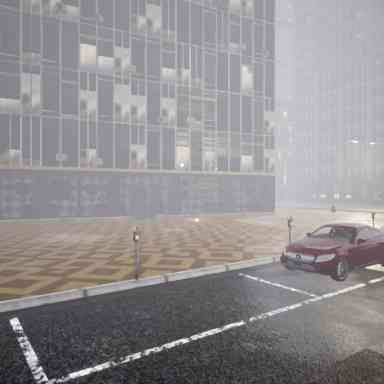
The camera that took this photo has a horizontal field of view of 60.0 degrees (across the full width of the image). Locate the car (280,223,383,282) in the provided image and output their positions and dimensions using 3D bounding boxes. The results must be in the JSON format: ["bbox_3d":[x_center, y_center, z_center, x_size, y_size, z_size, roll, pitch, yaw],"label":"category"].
[{"bbox_3d":[4.404,1.579,9.712,4.206,1.307,1.802,0,0,-36],"label":"car"}]
